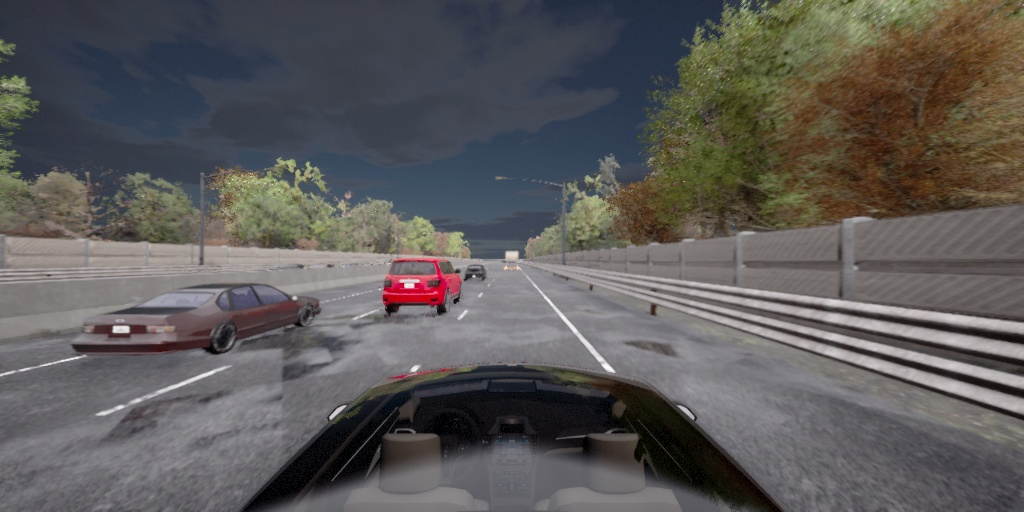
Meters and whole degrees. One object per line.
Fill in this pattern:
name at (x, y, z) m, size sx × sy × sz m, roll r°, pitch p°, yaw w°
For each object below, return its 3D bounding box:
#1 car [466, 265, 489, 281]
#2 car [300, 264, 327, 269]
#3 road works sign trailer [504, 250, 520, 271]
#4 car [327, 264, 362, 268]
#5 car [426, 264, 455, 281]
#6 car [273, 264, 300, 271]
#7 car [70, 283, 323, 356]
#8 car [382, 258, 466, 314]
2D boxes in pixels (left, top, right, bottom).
car at (-3.401, 1.571, 34.566) m, size 1.837 × 1.490 × 4.892 m, roll 0°, pitch 0°, yaw 0°
car at (-21.072, 1.645, 40.028) m, size 1.812 × 1.442 × 4.674 m, roll 0°, pitch -1°, yaw 0°
road works sign trailer at (-0.002, 0.826, 63.007) m, size 2.380 × 3.560 × 2.880 m, roll 0°, pitch 0°, yaw 0°
car at (-17.584, 1.602, 39.101) m, size 2.128 × 1.511 × 4.902 m, roll 0°, pitch -1°, yaw 0°
car at (-6.901, 1.547, 35.012) m, size 1.882 × 1.535 × 5.008 m, roll 0°, pitch 0°, yaw 0°
car at (-24.571, 1.627, 40.083) m, size 1.837 × 1.490 × 4.892 m, roll 0°, pitch -1°, yaw 0°
car at (-6.900, 1.364, 8.838) m, size 2.033 × 1.411 × 5.357 m, roll 0°, pitch -1°, yaw 0°
car at (-3.401, 1.094, 14.558) m, size 2.150 × 2.045 × 5.566 m, roll 0°, pitch 0°, yaw 0°
